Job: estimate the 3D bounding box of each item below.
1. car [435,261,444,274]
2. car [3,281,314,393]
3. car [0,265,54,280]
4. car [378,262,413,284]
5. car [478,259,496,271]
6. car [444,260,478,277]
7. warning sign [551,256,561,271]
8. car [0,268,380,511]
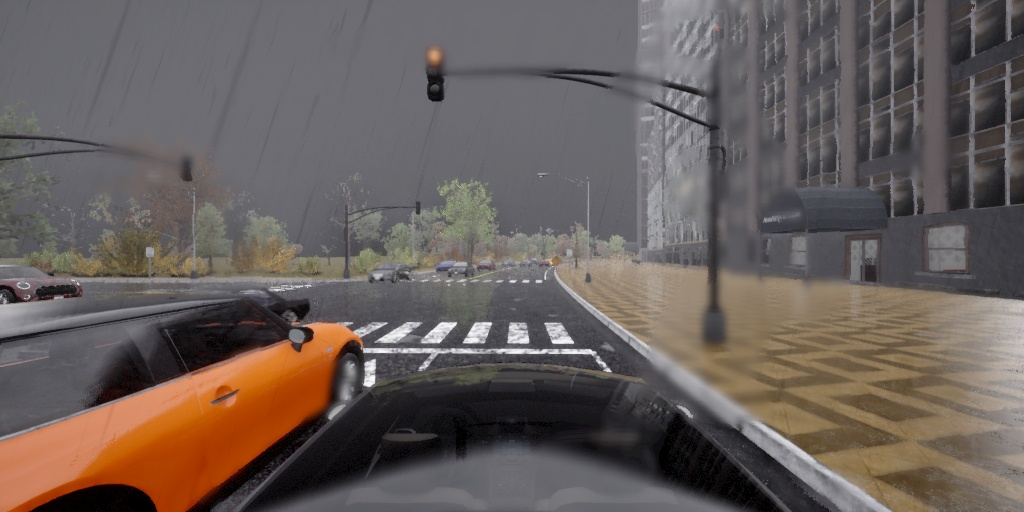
[{"bbox_3d":[-7.494,1.225,42.271,1.882,1.535,5.008,0,0,7],"label":"car"},{"bbox_3d":[-6.512,1.350,7.631,1.895,1.301,4.718,0,0,1],"label":"car"},{"bbox_3d":[-20.969,1.159,14.958,4.553,1.767,2.097,0,0,4],"label":"car"},{"bbox_3d":[-8.919,1.239,26.653,2.128,1.511,4.902,0,0,4],"label":"car"},{"bbox_3d":[-3.465,1.227,48.545,1.882,1.535,5.008,0,0,7],"label":"car"},{"bbox_3d":[-4.937,1.273,35.375,1.812,1.442,4.674,0,0,6],"label":"car"},{"bbox_3d":[5.451,0.868,44.118,1.300,1.860,1.060,0,0,7],"label":"warning sign"},{"bbox_3d":[-3.103,1.102,3.187,2.097,1.767,4.553,0,0,0],"label":"car"}]
